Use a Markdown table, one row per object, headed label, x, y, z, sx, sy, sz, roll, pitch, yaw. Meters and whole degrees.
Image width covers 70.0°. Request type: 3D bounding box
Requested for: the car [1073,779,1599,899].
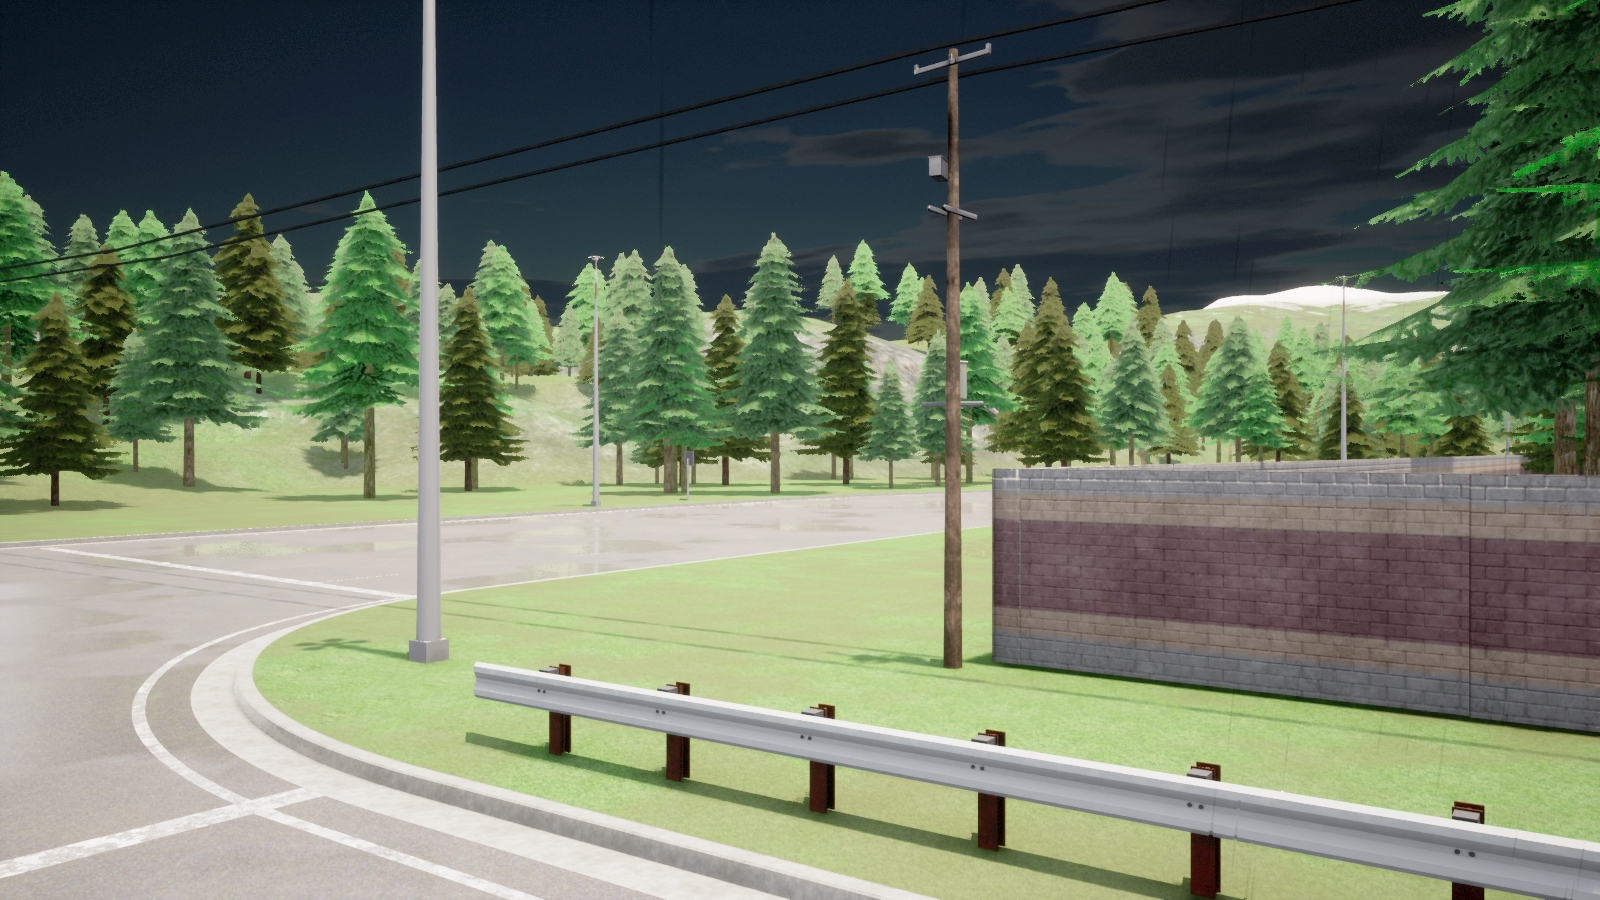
| label | x | y | z | sx | sy | sz | roll | pitch | yaw |
| --- | --- | --- | --- | --- | --- | --- | --- | --- | --- |
| car | 3.010 | 1.982 | 1.681 | 5.238 | 1.638 | 2.097 | 0 | 0 | 35 |
